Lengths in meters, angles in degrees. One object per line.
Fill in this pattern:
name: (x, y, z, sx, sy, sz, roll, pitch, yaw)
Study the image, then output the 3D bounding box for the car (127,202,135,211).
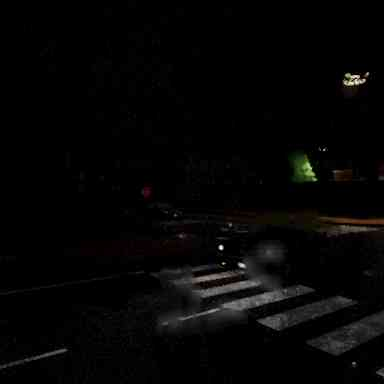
car: (-5.516, 1.577, 37.974, 2.033, 1.411, 5.357, 0, 0, -36)

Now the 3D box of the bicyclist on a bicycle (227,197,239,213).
bicyclist on a bicycle: (4.148, 1.347, 33.514, 1.656, 1.620, 0.582, 0, 0, -35)

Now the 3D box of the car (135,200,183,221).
car: (-2.609, 1.545, 27.538, 1.812, 1.442, 4.674, 0, 0, -35)

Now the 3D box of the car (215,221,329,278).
car: (2.698, 1.622, 10.471, 1.895, 1.301, 4.718, 0, 0, 38)
